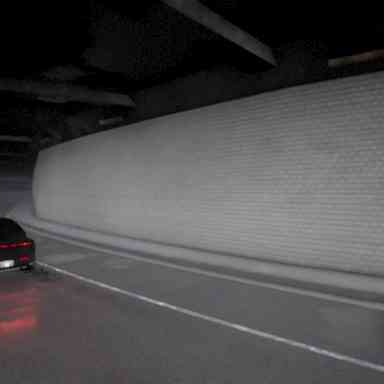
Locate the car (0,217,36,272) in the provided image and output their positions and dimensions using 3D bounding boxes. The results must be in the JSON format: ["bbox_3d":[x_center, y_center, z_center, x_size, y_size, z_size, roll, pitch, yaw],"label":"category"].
[{"bbox_3d":[-6.219,1.476,9.705,4.892,1.490,1.837,0,0,44],"label":"car"}]
